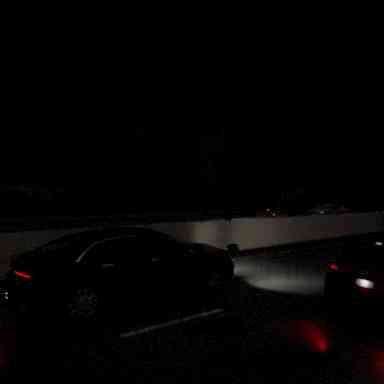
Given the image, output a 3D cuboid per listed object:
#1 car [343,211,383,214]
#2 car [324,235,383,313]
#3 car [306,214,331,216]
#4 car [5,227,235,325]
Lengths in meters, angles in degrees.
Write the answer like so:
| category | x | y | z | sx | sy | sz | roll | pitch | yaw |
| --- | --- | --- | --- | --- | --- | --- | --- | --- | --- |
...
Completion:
| category | x | y | z | sx | sy | sz | roll | pitch | yaw |
| --- | --- | --- | --- | --- | --- | --- | --- | --- | --- |
| car | 14.372 | 1.774 | 27.130 | 4.181 | 1.385 | 1.994 | 1 | 0 | -35 |
| car | 4.733 | 1.625 | 7.131 | 4.181 | 1.385 | 1.994 | 1 | 0 | -35 |
| car | 12.217 | 1.735 | 29.893 | 4.674 | 1.442 | 1.812 | 1 | 0 | -35 |
| car | -1.233 | 1.531 | 7.188 | 4.892 | 1.490 | 1.837 | 0 | 0 | -35 |
